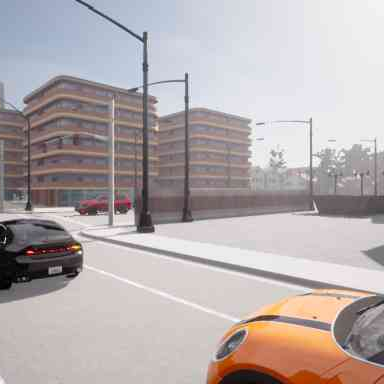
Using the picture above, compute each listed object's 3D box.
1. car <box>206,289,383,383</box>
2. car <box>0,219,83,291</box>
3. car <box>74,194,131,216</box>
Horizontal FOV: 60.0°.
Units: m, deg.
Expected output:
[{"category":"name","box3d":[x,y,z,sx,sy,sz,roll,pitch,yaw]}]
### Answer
[{"category":"car","box3d":[2.278,1.352,2.333,4.553,1.767,2.097,0,0,40]},{"category":"car","box3d":[-4.717,1.505,9.221,1.837,1.490,4.892,0,0,-43]},{"category":"car","box3d":[-8.627,1.222,32.729,5.566,2.045,2.150,0,0,-44]}]
